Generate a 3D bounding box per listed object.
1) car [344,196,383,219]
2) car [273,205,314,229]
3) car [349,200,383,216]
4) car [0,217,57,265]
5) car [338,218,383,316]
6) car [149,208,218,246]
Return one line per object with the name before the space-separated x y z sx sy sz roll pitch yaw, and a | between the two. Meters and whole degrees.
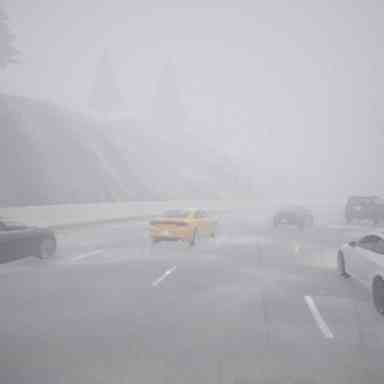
car | 13.311 1.312 25.194 2.150 2.045 5.566 0 0 40
car | 6.674 1.559 21.829 1.812 1.442 4.674 0 0 30
car | 18.644 1.652 35.558 4.674 1.442 1.812 0 0 -44
car | -5.810 1.425 9.422 2.128 1.511 4.902 0 0 11
car | 4.586 1.559 7.231 1.812 1.442 4.674 0 0 11
car | -0.220 1.455 15.448 1.882 1.535 5.008 0 0 19
